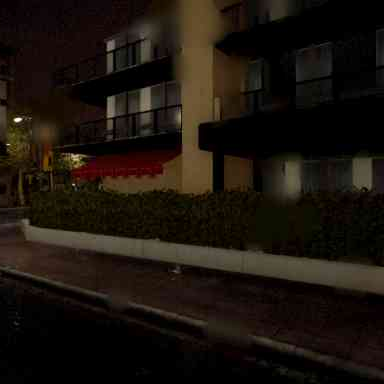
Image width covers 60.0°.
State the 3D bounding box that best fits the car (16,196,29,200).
[{"bbox_3d":[-36.129,1.481,67.948,4.892,1.521,2.231,0,0,36],"label":"car"}]
